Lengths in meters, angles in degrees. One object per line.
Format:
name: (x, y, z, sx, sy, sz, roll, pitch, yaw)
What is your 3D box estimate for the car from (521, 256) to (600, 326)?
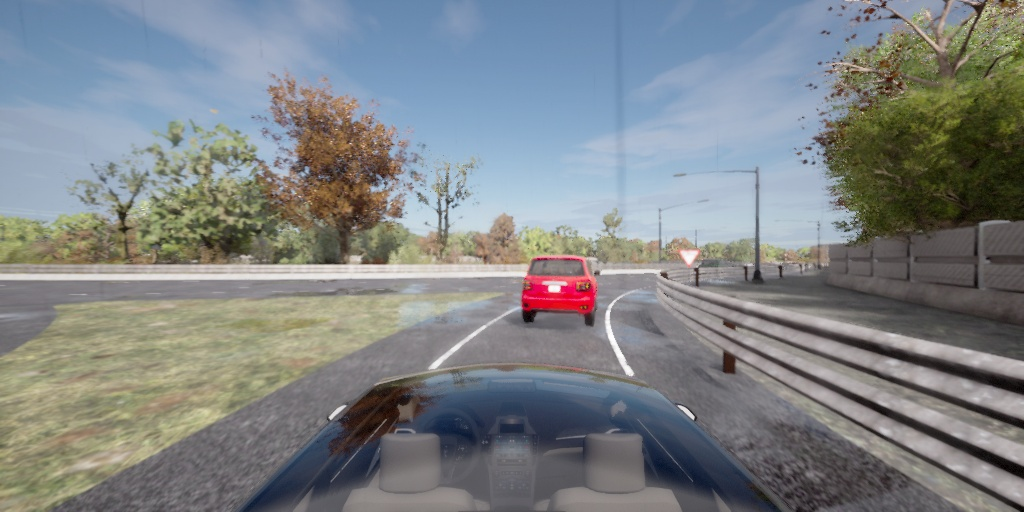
car: (1.798, 1.047, 12.360, 2.150, 2.045, 5.566, 0, -1, 14)

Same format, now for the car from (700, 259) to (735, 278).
car: (23.452, 1.367, 40.888, 5.566, 2.045, 2.150, 1, 0, -41)
